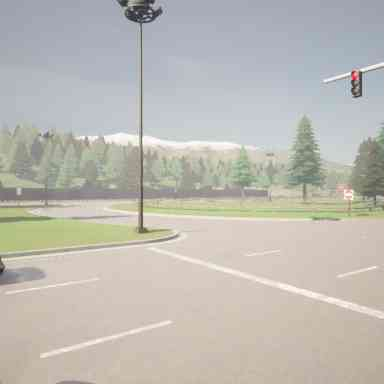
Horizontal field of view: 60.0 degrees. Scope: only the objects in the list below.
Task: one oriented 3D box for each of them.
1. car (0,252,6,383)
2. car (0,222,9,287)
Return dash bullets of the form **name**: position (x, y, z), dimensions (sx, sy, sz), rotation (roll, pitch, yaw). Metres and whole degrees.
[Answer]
- **car**: position (-3.314, 1.352, 1.380), dimensions (4.553, 1.767, 2.097), rotation (0, 0, -36)
- **car**: position (-7.162, 1.547, 7.234), dimensions (5.357, 1.411, 2.033), rotation (0, 0, -35)
